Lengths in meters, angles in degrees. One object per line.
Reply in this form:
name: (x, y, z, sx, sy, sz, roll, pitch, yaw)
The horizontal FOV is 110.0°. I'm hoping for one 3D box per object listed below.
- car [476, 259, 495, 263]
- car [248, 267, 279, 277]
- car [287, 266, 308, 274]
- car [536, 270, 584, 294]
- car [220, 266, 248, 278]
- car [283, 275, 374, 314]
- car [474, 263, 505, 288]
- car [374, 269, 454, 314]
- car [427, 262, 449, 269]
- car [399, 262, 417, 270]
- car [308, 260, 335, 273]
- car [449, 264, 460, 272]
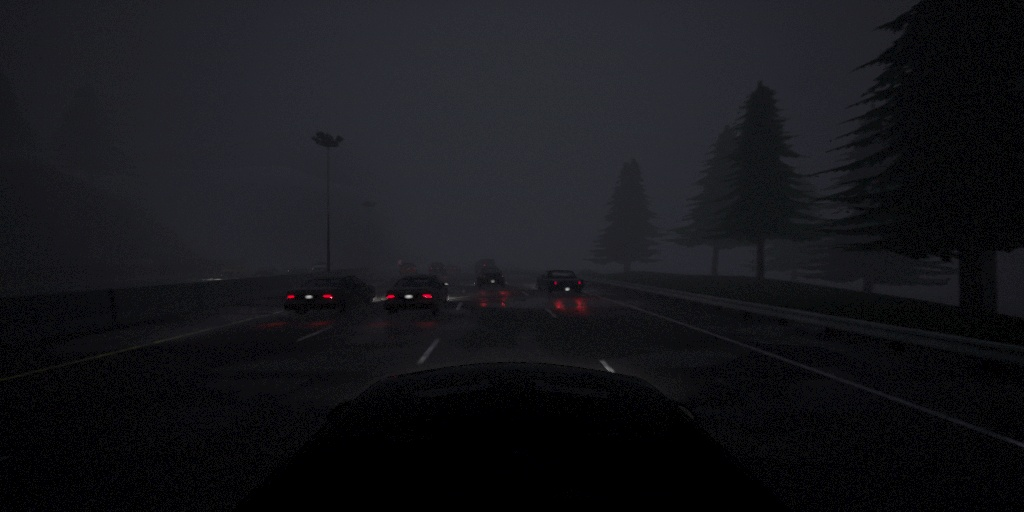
car: (-3.906, 1.431, 51.802, 2.150, 2.045, 5.566, 0, -1, -19)
car: (-32.010, 2.056, 46.612, 1.895, 1.301, 4.718, 0, -1, -18)
car: (-29.107, 2.045, 48.876, 1.895, 1.301, 4.718, 0, -1, -19)
car: (2.696, 1.486, 21.307, 1.895, 1.301, 4.718, -1, 0, -6)
car: (-35.588, 1.966, 46.156, 1.882, 1.535, 5.008, 0, 0, -19)
car: (-7.249, 1.482, 14.846, 2.033, 1.411, 5.357, 0, 0, -6)
car: (-1.646, 1.494, 25.920, 1.812, 1.442, 4.674, 0, 0, -9)
car: (-3.720, 1.444, 14.620, 2.033, 1.411, 5.357, 0, 0, -5)
car: (-9.742, 1.573, 46.205, 2.097, 1.767, 4.553, -1, -1, -17)
car: (-13.499, 1.615, 46.554, 2.097, 1.767, 4.553, -1, -1, -17)
car: (-25.069, 1.614, 47.819, 2.150, 2.045, 5.566, 0, 0, -18)
car: (-9.527, 1.873, 56.892, 1.994, 1.385, 4.181, 0, -1, -21)
